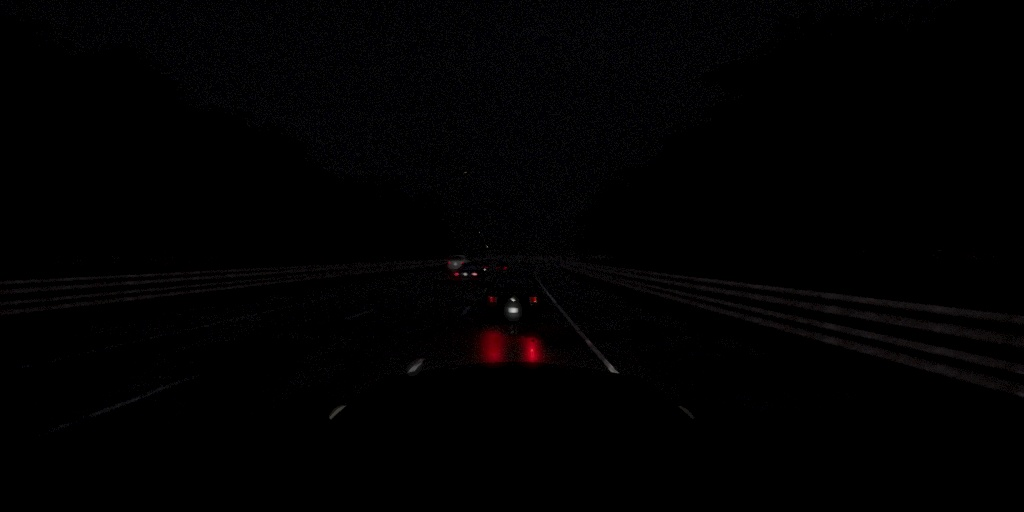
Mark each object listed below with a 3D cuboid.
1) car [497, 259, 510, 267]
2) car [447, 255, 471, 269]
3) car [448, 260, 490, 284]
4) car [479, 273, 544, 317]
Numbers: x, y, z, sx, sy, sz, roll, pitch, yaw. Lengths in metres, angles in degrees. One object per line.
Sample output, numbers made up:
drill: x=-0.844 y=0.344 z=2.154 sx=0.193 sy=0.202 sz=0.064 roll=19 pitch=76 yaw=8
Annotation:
car: x=-1.528 y=1.165 z=62.333 sx=1.812 sy=1.442 sz=4.674 roll=0 pitch=0 yaw=3
car: x=-6.094 y=0.923 z=42.201 sx=2.150 sy=2.045 sz=5.566 roll=0 pitch=0 yaw=3
car: x=-3.076 y=1.275 z=26.755 sx=2.033 sy=1.411 sz=5.357 roll=0 pitch=0 yaw=2
car: x=0.073 y=1.345 z=13.035 sx=1.895 sy=1.301 sz=4.718 roll=0 pitch=0 yaw=1
